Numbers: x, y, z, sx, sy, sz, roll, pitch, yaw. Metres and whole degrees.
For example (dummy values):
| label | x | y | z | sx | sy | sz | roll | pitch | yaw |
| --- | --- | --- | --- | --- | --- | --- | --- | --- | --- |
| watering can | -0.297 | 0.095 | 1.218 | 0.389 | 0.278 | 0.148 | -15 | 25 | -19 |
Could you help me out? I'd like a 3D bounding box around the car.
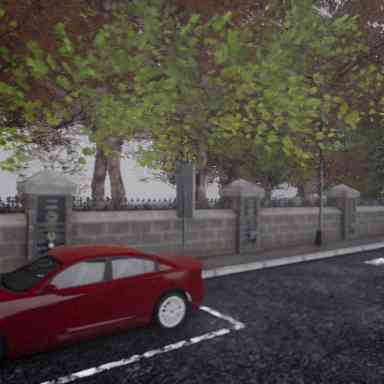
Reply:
| label | x | y | z | sx | sy | sz | roll | pitch | yaw |
| --- | --- | --- | --- | --- | --- | --- | --- | --- | --- |
| car | -1.852 | 1.564 | 5.395 | 4.507 | 1.381 | 1.887 | 1 | 0 | -35 |
